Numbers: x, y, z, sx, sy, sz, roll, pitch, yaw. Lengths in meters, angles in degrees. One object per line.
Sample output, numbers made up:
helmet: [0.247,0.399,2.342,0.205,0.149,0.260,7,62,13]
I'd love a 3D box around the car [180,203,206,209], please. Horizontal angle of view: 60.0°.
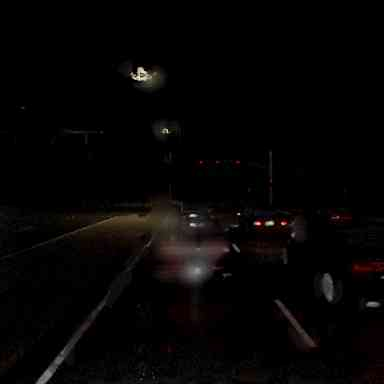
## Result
car: [0.042,1.399,18.908,1.837,1.490,4.892,0,0,0]

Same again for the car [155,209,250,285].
car: [0.070,1.438,9.321,2.128,1.511,4.902,0,0,0]

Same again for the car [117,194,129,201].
car: [-15.236,1.071,73.550,1.882,1.535,5.008,0,0,0]

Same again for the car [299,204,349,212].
car: [7.045,1.403,17.982,1.837,1.490,4.892,0,0,0]

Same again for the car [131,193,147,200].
car: [-11.736,1.145,73.559,1.994,1.385,4.181,0,0,0]

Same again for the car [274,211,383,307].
car: [3.576,1.433,7.893,1.882,1.535,5.008,0,0,0]

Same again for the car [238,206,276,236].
car: [3.548,1.449,17.510,2.033,1.411,5.357,0,0,0]

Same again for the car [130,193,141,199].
car: [-15.285,1.041,89.873,2.033,1.411,5.357,0,0,0]

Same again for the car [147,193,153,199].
car: [-11.785,1.001,89.860,1.837,1.490,4.892,0,0,0]
